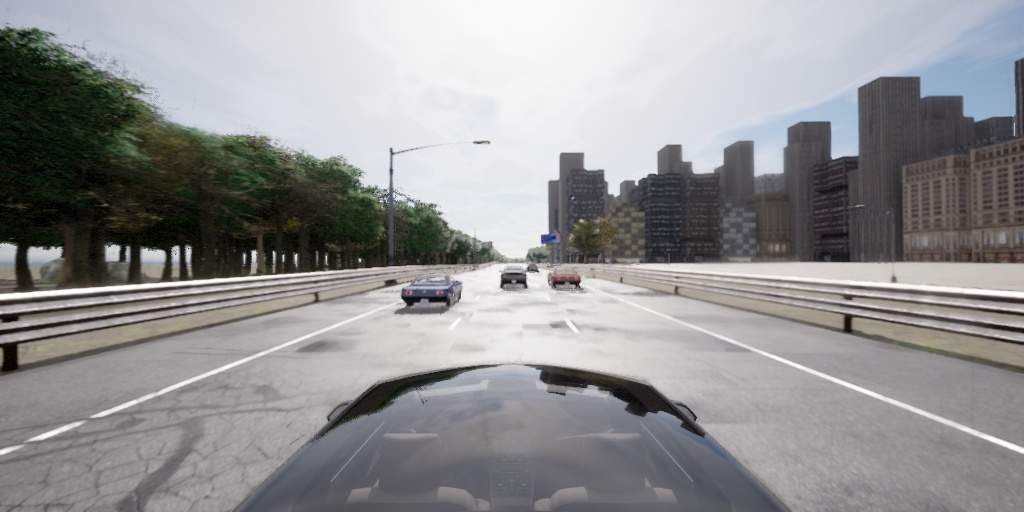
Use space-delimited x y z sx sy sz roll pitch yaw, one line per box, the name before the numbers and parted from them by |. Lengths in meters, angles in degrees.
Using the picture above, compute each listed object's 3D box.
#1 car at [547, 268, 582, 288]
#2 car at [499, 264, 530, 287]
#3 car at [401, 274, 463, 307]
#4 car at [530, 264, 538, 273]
car | 3.626 1.529 25.689 1.895 1.301 4.718 0 0 0
car | 0.130 1.445 26.213 1.837 1.490 4.892 0 0 0
car | -3.384 1.468 16.124 1.895 1.301 4.718 0 0 0
car | 3.675 2.176 65.247 2.033 1.649 4.856 0 -1 0
